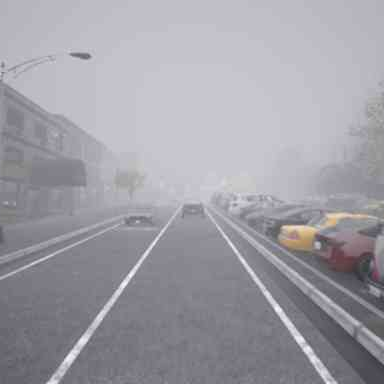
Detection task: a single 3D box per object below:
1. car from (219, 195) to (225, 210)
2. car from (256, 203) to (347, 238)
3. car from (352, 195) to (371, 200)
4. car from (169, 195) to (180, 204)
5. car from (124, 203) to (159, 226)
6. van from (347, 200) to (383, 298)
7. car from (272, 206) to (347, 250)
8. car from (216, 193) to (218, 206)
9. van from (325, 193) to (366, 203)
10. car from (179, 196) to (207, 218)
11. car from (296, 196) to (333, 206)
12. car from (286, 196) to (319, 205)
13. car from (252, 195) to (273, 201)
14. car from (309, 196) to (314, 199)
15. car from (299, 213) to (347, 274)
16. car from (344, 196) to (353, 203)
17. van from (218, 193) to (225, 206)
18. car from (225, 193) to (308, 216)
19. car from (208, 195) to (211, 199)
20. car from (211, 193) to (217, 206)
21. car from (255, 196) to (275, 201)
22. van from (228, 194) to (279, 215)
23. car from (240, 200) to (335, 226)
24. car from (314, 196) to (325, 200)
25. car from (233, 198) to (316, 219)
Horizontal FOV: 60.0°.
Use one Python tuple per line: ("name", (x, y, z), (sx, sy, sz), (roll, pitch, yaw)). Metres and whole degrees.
("car", (5.595, 1.365, 34.048), (4.892, 1.521, 2.231), (0, 0, 0))
("car", (5.620, 1.405, 14.425), (5.008, 1.535, 2.097), (0, 0, 0))
("car", (18.498, 1.366, 31.361), (5.366, 1.575, 1.946), (0, 0, 0))
("car", (-3.262, 1.350, 65.453), (2.097, 1.767, 4.553), (0, -1, 0))
("car", (-3.350, 1.462, 23.159), (2.033, 1.411, 5.357), (0, 0, 0))
("van", (5.520, 1.218, 6.018), (4.442, 1.987, 1.878), (0, 0, 0))
("car", (5.815, 1.414, 11.626), (5.366, 1.575, 1.946), (0, 0, 0))
("car", (5.565, 1.230, 39.656), (4.553, 1.767, 2.185), (0, 0, 0))
("van", (18.792, 1.130, 39.718), (4.442, 1.987, 1.878), (0, 0, 0))
("car", (0.099, 1.382, 29.392), (1.882, 1.535, 5.008), (0, 0, 0))
("car", (18.683, 1.366, 50.854), (5.008, 1.535, 2.097), (0, 0, 0))
("car", (18.676, 1.391, 56.422), (5.008, 1.535, 2.097), (0, 0, 0))
("car", (18.711, 1.641, 88.055), (5.008, 1.535, 2.097), (0, 0, 0))
("car", (18.679, 1.400, 48.067), (4.674, 1.452, 2.002), (0, 0, 0))
("car", (5.662, 1.460, 8.822), (4.792, 1.488, 2.163), (0, 0, 0))
("car", (18.678, 1.405, 34.146), (4.674, 1.452, 2.002), (0, 0, 0))
("van", (5.482, 1.134, 36.852), (4.442, 1.987, 1.878), (0, 0, 0))
("car", (5.639, 1.126, 25.638), (5.566, 2.045, 2.435), (0, 0, 0))
("car", (5.626, 1.115, 50.867), (5.566, 2.045, 2.435), (0, 0, 0))
("car", (5.624, 1.104, 42.457), (5.566, 2.045, 2.435), (0, 0, 0))
("car", (18.701, 1.655, 84.906), (4.674, 1.452, 2.002), (0, 0, 0))
("van", (5.720, 1.143, 31.245), (4.442, 1.987, 1.878), (0, 0, 0))
("car", (5.589, 1.417, 20.033), (4.792, 1.488, 2.163), (0, 0, 0))
("car", (18.644, 1.229, 42.499), (4.553, 1.767, 2.185), (0, 0, 0))
("car", (5.610, 1.383, 22.831), (4.892, 1.521, 2.231), (0, 0, 0))
